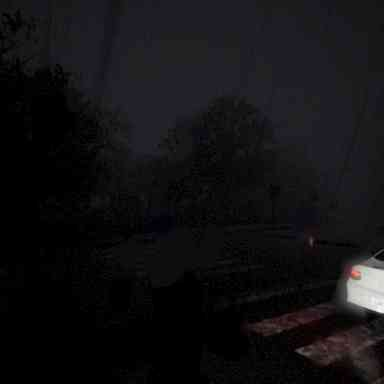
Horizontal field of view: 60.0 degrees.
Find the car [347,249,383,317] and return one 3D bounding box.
[{"bbox_3d":[4.888,1.541,6.211,4.674,1.442,1.812,0,-1,-29],"label":"car"}]
